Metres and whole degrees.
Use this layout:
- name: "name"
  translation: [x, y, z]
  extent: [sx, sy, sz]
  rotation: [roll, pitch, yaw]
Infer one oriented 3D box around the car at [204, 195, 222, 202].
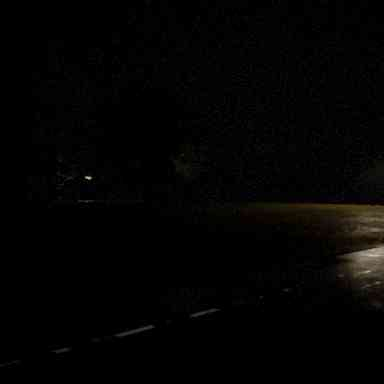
- name: "car"
  translation: [4.721, 1.457, 75.233]
  extent: [1.882, 1.535, 5.008]
  rotation: [3, -2, -33]
